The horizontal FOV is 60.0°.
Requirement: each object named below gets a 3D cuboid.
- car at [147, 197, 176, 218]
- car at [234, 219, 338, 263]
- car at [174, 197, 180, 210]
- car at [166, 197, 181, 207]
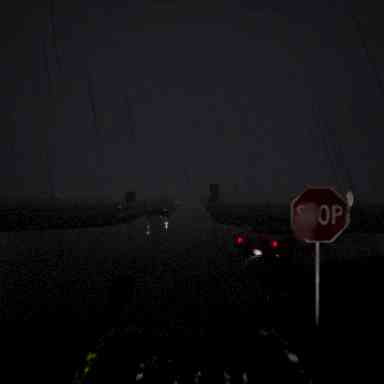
[{"bbox_3d":[-2.873,1.515,30.661,1.882,1.535,5.008,0,0,1],"label":"car"},{"bbox_3d":[3.642,1.641,12.213,1.895,1.301,4.718,0,0,43],"label":"car"},{"bbox_3d":[-2.833,1.541,40.756,1.837,1.490,4.892,0,0,0],"label":"car"},{"bbox_3d":[-2.817,1.506,51.698,1.882,1.535,5.008,0,0,0],"label":"car"}]
